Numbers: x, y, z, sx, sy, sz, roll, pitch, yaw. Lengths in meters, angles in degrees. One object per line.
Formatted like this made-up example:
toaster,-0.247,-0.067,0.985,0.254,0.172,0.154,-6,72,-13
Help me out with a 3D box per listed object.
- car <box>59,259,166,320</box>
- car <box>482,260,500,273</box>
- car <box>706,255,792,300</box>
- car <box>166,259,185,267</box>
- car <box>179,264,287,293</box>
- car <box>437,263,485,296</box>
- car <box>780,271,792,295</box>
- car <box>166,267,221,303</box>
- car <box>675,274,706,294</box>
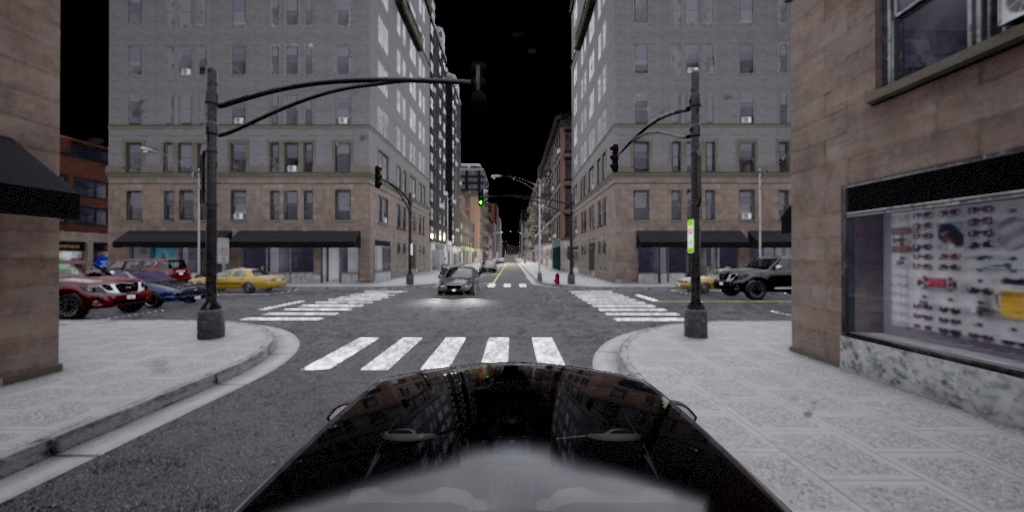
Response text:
car,-15.094,1.033,11.846,5.009,1.841,2.192,0,0,0
car,-2.725,1.255,42.370,1.882,1.535,5.008,0,1,0
car,12.848,0.988,17.283,5.566,2.045,2.150,0,0,0
car,-20.749,1.060,19.883,5.009,1.841,2.192,0,0,0
car,-15.240,1.277,19.872,4.829,1.417,1.751,0,0,0
car,-2.739,1.336,19.308,1.837,1.490,4.892,0,1,0
car,11.788,1.309,11.792,4.313,1.339,1.948,0,0,0
car,-15.278,1.276,14.387,5.357,1.411,2.033,0,0,0
car,11.644,1.301,19.817,4.829,1.417,1.751,0,0,0
